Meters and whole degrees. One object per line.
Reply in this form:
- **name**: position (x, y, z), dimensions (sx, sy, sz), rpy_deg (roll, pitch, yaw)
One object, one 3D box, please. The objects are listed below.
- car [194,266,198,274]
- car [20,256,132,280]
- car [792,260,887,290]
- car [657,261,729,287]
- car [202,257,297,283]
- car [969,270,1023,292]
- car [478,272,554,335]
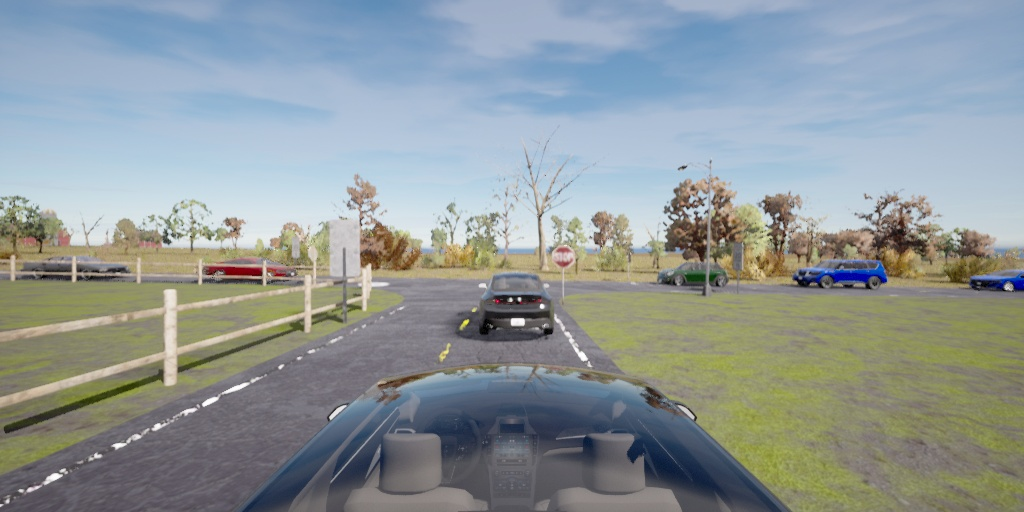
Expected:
- **car**: position (-19.693, 0.806, 26.017), dimensions (5.357, 1.411, 2.033), rpy_deg (1, 1, 0)
- **car**: position (-27.937, 0.709, 23.035), dimensions (5.357, 1.411, 2.033), rpy_deg (1, 1, 0)
- **car**: position (23.509, 1.278, 25.780), dimensions (5.566, 2.045, 2.150), rpy_deg (1, 1, 0)
- **car**: position (12.903, 1.220, 25.778), dimensions (4.553, 1.767, 2.097), rpy_deg (1, 1, -1)
- **car**: position (-16.558, 0.856, 22.990), dimensions (5.008, 1.535, 1.882), rpy_deg (1, 1, 0)
- **car**: position (36.018, 1.754, 25.717), dimensions (5.008, 1.535, 1.882), rpy_deg (1, 1, 0)
- **car**: position (0.079, 1.212, 10.377), dimensions (1.837, 1.490, 4.892), rpy_deg (0, 0, -1)
